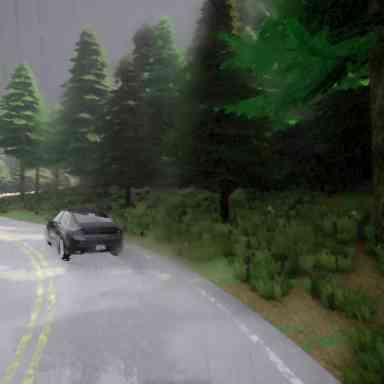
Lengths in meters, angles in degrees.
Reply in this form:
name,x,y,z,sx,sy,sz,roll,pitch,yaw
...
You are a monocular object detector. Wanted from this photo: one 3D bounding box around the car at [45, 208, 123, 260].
name,x,y,z,sx,sy,sz,roll,pitch,yaw
car,-3.962,1.337,11.887,1.837,1.490,4.892,2,0,-32
